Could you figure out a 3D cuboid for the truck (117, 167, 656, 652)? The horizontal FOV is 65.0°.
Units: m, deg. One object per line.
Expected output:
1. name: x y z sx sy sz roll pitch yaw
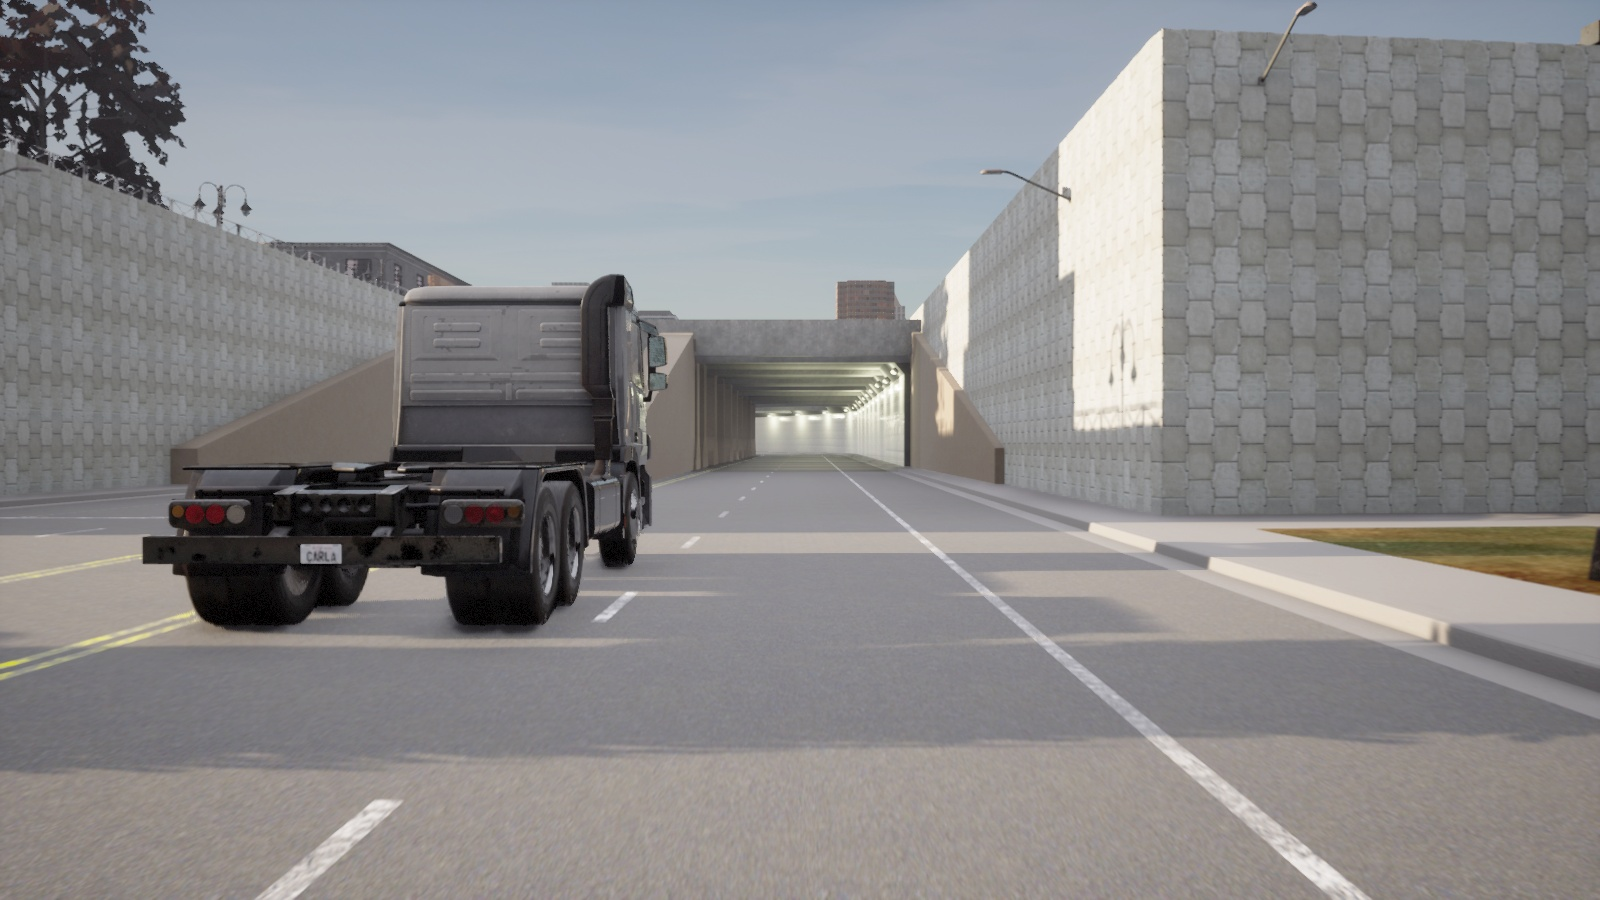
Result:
1. truck: -3.410 -0.311 12.942 2.891 3.462 7.936 0 0 0
